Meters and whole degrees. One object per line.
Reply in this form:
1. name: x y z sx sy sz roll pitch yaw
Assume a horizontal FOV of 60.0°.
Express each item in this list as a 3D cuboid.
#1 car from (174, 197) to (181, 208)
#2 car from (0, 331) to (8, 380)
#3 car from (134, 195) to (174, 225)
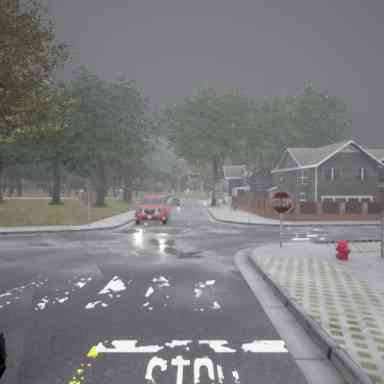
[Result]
1. car: -2.744 1.572 50.521 1.812 1.442 4.674 0 0 0
2. car: -2.751 1.601 1.047 1.895 1.301 4.718 0 0 0
3. car: -2.748 1.255 24.306 2.150 2.045 5.566 0 0 0
